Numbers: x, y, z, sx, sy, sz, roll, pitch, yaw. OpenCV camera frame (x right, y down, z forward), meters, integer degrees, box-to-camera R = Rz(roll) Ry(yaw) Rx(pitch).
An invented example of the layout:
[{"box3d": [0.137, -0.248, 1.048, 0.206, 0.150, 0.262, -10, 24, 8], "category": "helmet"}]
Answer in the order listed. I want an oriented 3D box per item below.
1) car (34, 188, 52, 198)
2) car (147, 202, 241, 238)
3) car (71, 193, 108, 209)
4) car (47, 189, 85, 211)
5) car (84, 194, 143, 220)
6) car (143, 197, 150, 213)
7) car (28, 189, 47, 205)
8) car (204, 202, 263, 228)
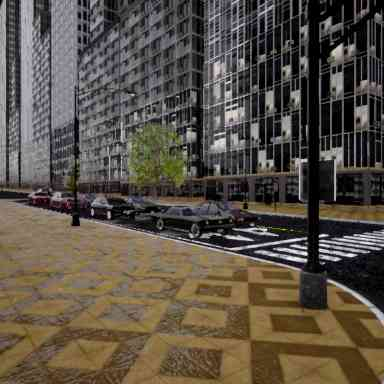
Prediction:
[{"box3d": [-28.493, 0.111, 63.707, 2.097, 1.767, 4.553, 0, 1, -38], "category": "car"}, {"box3d": [-0.088, 1.372, 16.572, 1.895, 1.301, 4.718, 0, 1, -38], "category": "car"}, {"box3d": [-11.140, 0.911, 35.924, 2.033, 1.411, 5.357, 0, 1, -38], "category": "car"}, {"box3d": [-11.794, 0.776, 31.484, 2.097, 1.767, 4.553, 0, 1, -38], "category": "car"}, {"box3d": [-5.678, 1.110, 23.683, 1.837, 1.490, 4.892, 0, 1, -38], "category": "car"}, {"box3d": [-4.636, 1.104, 27.625, 2.033, 1.411, 5.357, 0, 1, -37], "category": "car"}, {"box3d": [-18.103, 0.712, 39.606, 1.882, 1.535, 5.008, 0, 1, -37], "category": "car"}, {"box3d": [1.636, 1.289, 19.691, 2.033, 1.411, 5.357, 0, 1, -36], "category": "car"}]
